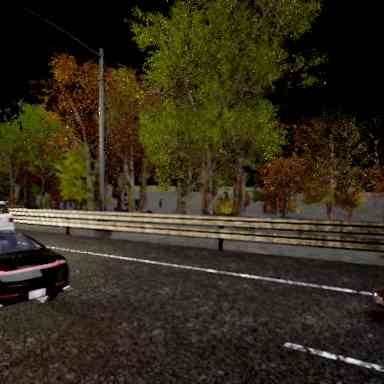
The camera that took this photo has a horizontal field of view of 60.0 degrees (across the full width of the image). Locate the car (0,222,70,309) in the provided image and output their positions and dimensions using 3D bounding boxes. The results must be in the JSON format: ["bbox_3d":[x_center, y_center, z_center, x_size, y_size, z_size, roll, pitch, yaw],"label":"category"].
[{"bbox_3d":[-4.693,1.587,7.203,4.902,1.511,2.128,-1,-1,35],"label":"car"}]

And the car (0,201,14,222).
[{"bbox_3d":[-10.507,1.430,15.511,5.566,2.045,2.150,-1,-1,35],"label":"car"}]

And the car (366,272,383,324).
[{"bbox_3d":[5.412,1.542,4.440,5.357,1.411,2.033,-1,-1,35],"label":"car"}]
